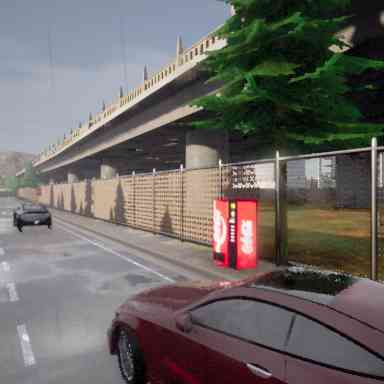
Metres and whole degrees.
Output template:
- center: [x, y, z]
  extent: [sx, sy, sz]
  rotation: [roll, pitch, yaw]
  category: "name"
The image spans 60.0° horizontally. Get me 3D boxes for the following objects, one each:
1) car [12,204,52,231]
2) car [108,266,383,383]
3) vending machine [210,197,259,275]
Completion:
- center: [-9.999, 1.491, 20.745]
  extent: [2.128, 1.511, 4.902]
  rotation: [0, 0, -32]
  category: "car"
- center: [0.956, 1.526, 3.350]
  extent: [1.812, 1.442, 4.674]
  rotation: [-2, 1, -44]
  category: "car"
- center: [1.237, 1.195, 9.664]
  extent: [1.100, 2.100, 0.880]
  rotation: [0, 0, -32]
  category: "vending machine"
